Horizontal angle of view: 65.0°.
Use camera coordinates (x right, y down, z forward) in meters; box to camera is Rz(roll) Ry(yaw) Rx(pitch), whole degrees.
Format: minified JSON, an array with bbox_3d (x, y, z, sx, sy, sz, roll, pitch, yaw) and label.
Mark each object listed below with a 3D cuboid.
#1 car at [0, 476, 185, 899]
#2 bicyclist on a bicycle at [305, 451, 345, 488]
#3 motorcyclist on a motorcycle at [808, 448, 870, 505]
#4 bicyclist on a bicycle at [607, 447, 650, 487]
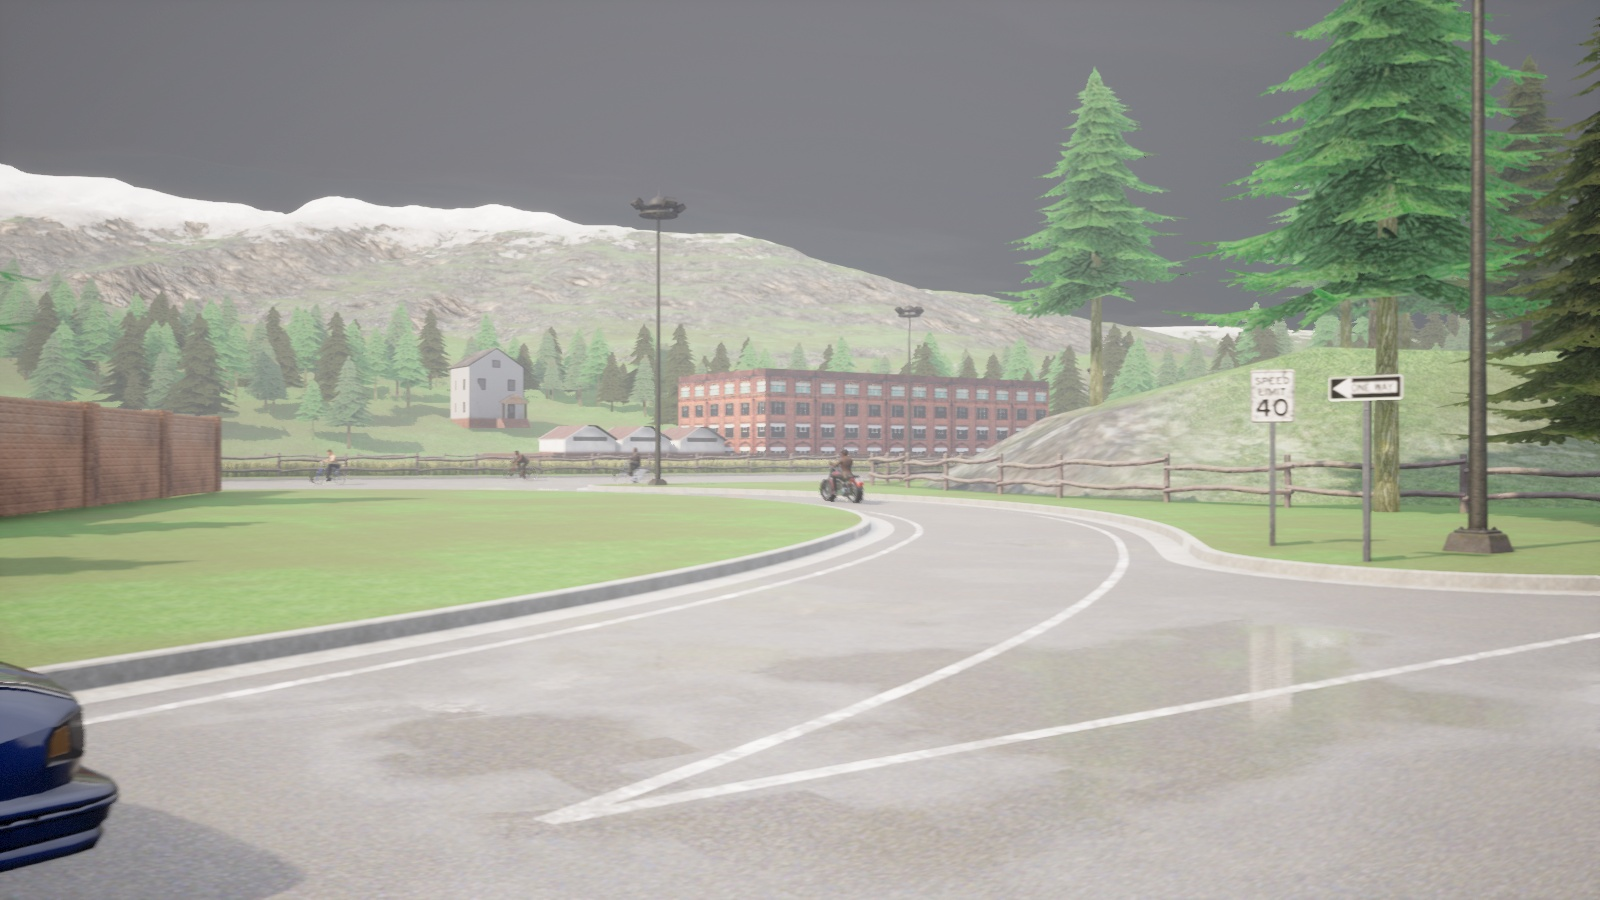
[{"bbox_3d":[-4.443,0.808,2.575,2.033,1.411,5.357,0,0,39],"label":"car"},{"bbox_3d":[-21.404,0.865,56.555,1.509,1.612,0.866,0,0,-34],"label":"bicyclist on a bicycle"},{"bbox_3d":[1.144,0.785,37.635,0.766,1.649,2.350,-1,0,-27],"label":"motorcyclist on a motorcycle"},{"bbox_3d":[-7.848,0.773,57.431,1.843,1.776,0.659,0,0,-35],"label":"bicyclist on a bicycle"}]
